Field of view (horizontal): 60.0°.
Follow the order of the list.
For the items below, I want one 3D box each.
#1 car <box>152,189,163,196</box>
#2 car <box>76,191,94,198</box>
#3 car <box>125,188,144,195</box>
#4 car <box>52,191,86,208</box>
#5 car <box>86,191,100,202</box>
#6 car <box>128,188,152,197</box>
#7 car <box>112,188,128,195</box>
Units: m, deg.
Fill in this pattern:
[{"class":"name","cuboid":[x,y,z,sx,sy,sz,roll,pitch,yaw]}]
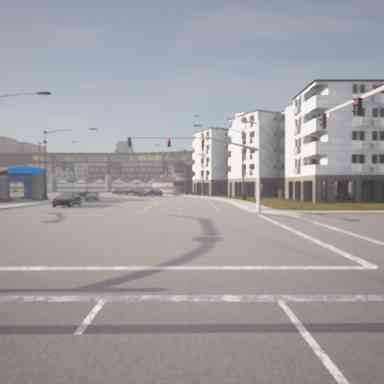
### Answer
[{"class":"car","cuboid":[-7.845,0.126,69.972,1.837,1.490,4.892,-1,1,-32]},{"class":"car","cuboid":[-20.693,0.416,64.021,1.895,1.301,4.718,-1,2,-35]},{"class":"car","cuboid":[-13.310,-0.174,77.113,1.837,1.490,4.892,-1,2,-45]},{"class":"car","cuboid":[-13.525,0.828,36.196,1.882,1.535,5.008,0,1,0]},{"class":"car","cuboid":[-14.179,0.636,47.532,1.812,1.442,4.674,0,2,-12]},{"class":"car","cuboid":[-10.724,0.166,67.975,2.128,1.511,4.902,-1,1,-32]},{"class":"car","cuboid":[-16.219,-0.065,75.099,1.812,1.442,4.674,-1,2,-45]}]
